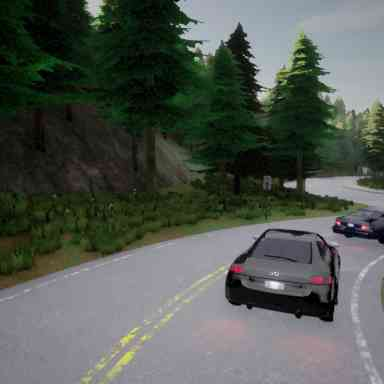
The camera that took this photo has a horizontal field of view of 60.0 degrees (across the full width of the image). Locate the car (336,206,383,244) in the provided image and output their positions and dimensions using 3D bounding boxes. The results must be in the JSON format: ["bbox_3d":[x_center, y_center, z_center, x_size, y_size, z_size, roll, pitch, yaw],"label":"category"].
[{"bbox_3d":[8.623,1.372,14.989,5.357,1.411,2.033,-1,5,-33],"label":"car"}]

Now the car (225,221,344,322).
[{"bbox_3d":[2.226,1.531,7.475,1.994,1.385,4.181,2,2,24],"label":"car"}]
